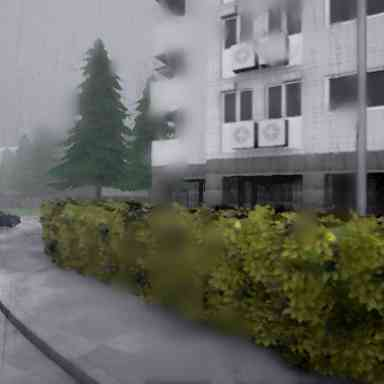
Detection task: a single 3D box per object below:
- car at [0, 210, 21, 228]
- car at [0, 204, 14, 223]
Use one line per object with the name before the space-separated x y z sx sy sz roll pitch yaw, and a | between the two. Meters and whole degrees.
car | -12.701 1.647 20.125 2.033 1.411 5.357 0 -1 5
car | -16.796 1.680 25.584 5.357 1.411 2.033 0 -1 -33
